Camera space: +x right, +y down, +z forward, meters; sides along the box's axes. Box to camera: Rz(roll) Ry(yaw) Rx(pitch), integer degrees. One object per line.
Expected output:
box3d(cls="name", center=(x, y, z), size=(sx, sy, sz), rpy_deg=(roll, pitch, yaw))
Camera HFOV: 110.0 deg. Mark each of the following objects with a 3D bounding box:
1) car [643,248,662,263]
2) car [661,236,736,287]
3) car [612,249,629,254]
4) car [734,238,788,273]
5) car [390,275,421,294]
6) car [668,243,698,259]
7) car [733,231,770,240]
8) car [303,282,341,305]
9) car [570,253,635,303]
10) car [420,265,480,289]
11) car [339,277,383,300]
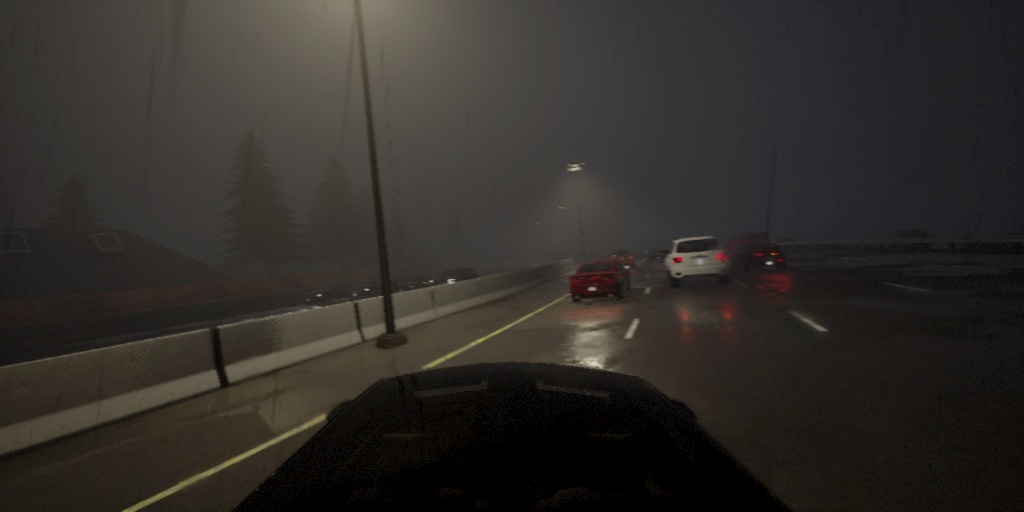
box3d(cls="car", center=(14.900, -0.114, 37.457), size=(1.837, 1.490, 4.892), rpy_deg=(-5, 0, 14))
box3d(cls="car", center=(8.359, 0.179, 16.636), size=(2.150, 2.045, 5.566), rpy_deg=(-5, 0, 21))
box3d(cls="car", center=(10.252, 0.190, 33.736), size=(2.097, 1.767, 4.553), rpy_deg=(-6, 0, 16))
box3d(cls="car", center=(12.971, 0.003, 19.255), size=(1.837, 1.490, 4.892), rpy_deg=(-5, 0, 19))
box3d(cls="car", center=(-6.955, 2.131, 26.473), size=(1.994, 1.385, 4.181), rpy_deg=(-6, 0, 20))
box3d(cls="car", center=(19.213, -0.570, 40.489), size=(1.882, 1.535, 5.008), rpy_deg=(-5, 0, 12))
box3d(cls="car", center=(20.683, -1.016, 31.538), size=(2.150, 2.045, 5.566), rpy_deg=(-5, 0, 14))
box3d(cls="car", center=(-13.843, 2.803, 27.913), size=(1.812, 1.442, 4.674), rpy_deg=(-6, 0, 20))
box3d(cls="car", center=(3.744, 0.899, 14.826), size=(1.882, 1.535, 5.008), rpy_deg=(-6, 0, 23))
box3d(cls="car", center=(-3.924, 1.601, 24.702), size=(2.097, 1.767, 4.553), rpy_deg=(-6, 0, 20))
box3d(cls="car", center=(-10.262, 2.403, 27.589), size=(2.128, 1.511, 4.902), rpy_deg=(-6, 0, 20))
